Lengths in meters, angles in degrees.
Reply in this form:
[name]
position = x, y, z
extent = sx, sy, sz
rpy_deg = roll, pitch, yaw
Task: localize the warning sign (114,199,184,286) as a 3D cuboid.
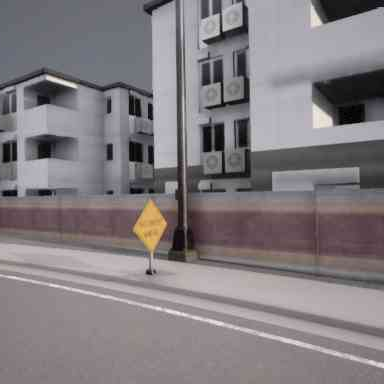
[warning sign]
position = -1.019, 1.121, 8.128
extent = 1.060, 1.860, 1.300
rpy_deg = -1, 1, 31
